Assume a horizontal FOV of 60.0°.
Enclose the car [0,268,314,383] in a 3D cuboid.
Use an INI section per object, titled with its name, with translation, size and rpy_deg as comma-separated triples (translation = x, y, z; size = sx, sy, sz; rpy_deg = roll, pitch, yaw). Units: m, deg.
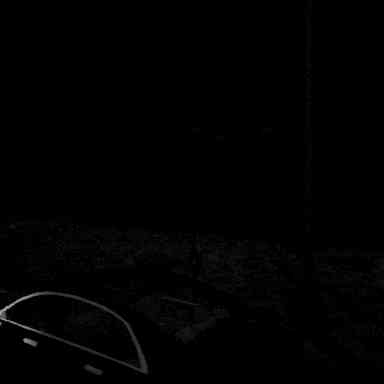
[car]
translation = -0.994, 1.552, 3.670
size = 4.403, 1.369, 2.008
rpy_deg = 0, 0, 35
